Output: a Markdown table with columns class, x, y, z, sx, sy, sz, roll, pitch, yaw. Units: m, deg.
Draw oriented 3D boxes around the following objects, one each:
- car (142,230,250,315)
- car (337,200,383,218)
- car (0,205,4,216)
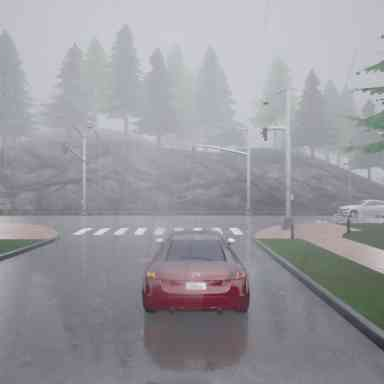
| class | x | y | z | sx | sy | sz | roll | pitch | yaw |
| --- | --- | --- | --- | --- | --- | --- | --- | --- | --- |
| car | 0.084 | 1.564 | 7.648 | 1.994 | 1.385 | 4.181 | 0 | 0 | 0 |
| car | 14.374 | 1.363 | 27.170 | 4.674 | 1.442 | 1.812 | 0 | 0 | 0 |
| car | -16.457 | 1.061 | 23.531 | 5.566 | 2.045 | 2.150 | 0 | 0 | 0 |
